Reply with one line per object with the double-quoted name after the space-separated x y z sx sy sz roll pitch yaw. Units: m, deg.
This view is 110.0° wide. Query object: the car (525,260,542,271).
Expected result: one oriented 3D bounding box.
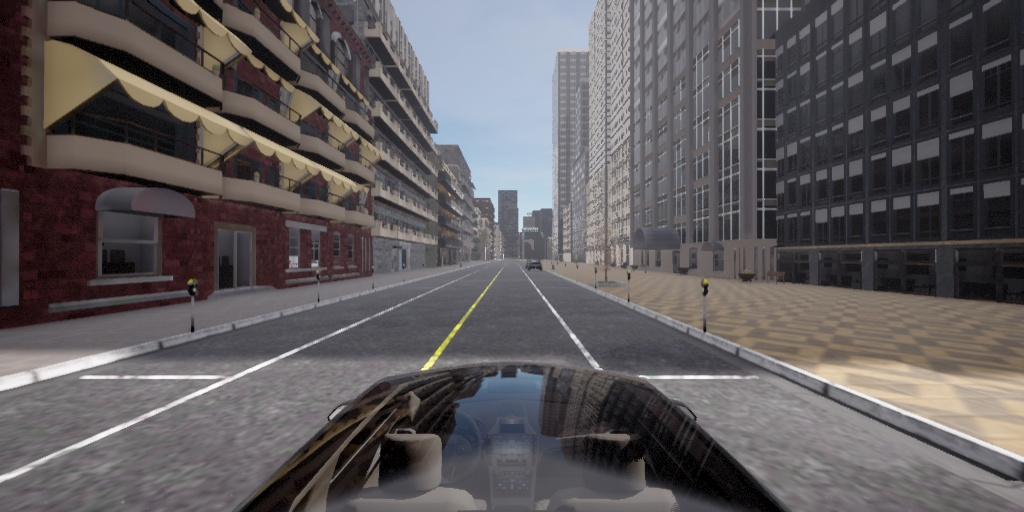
3.146 1.255 49.847 1.837 1.490 4.892 0 0 0 "car"
